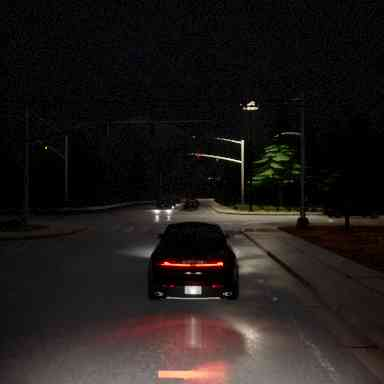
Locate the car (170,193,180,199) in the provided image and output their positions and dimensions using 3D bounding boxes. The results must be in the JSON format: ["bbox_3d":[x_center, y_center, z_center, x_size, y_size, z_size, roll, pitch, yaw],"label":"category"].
[{"bbox_3d":[-3.507,1.221,65.395,2.150,2.045,5.566,0,0,1],"label":"car"}]

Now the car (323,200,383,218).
[{"bbox_3d":[14.256,1.504,29.533,5.008,1.535,1.882,0,0,1],"label":"car"}]

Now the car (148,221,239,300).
[{"bbox_3d":[0.039,1.501,8.375,1.837,1.490,4.892,0,0,0],"label":"car"}]

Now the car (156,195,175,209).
[{"bbox_3d":[-3.647,1.505,44.317,1.837,1.490,4.892,0,0,0],"label":"car"}]

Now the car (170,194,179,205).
[{"bbox_3d":[-3.642,1.547,54.764,2.033,1.411,5.357,0,0,0],"label":"car"}]

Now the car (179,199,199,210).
[{"bbox_3d":[-0.085,1.547,43.205,2.033,1.411,5.357,0,0,3],"label":"car"}]
